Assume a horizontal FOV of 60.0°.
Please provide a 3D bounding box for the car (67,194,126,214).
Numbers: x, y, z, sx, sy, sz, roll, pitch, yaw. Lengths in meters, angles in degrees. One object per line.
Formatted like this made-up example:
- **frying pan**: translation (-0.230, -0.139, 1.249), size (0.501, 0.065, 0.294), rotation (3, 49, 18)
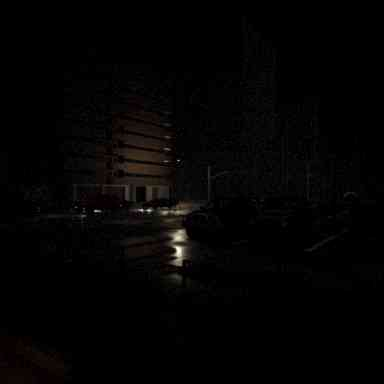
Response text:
- **car**: translation (-10.305, 1.220, 36.295), size (2.150, 2.045, 5.566), rotation (0, 0, 34)

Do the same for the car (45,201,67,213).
- **car**: translation (-15.327, 1.599, 35.098), size (1.895, 1.301, 4.718), rotation (0, 0, 34)

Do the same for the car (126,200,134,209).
- **car**: translation (-9.952, 1.546, 43.102), size (2.033, 1.411, 5.357), rotation (0, 0, 34)

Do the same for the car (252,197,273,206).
- **car**: translation (12.090, 1.524, 56.754), size (1.812, 1.442, 4.674), rotation (0, 0, 34)

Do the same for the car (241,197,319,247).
- **car**: translation (3.909, 1.156, 14.336), size (1.905, 1.878, 3.866), rotation (0, 0, 34)

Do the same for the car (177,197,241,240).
- **car**: translation (1.542, 1.153, 16.003), size (1.932, 1.855, 4.605), rotation (0, 0, 34)

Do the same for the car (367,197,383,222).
- **car**: translation (15.935, 1.395, 27.290), size (1.970, 1.475, 3.806), rotation (0, 0, 34)

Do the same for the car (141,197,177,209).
- **car**: translation (-4.497, 1.546, 44.933), size (2.033, 1.411, 5.357), rotation (0, 0, 34)

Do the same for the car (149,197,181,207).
- **car**: translation (-4.121, 1.546, 51.719), size (2.033, 1.411, 5.357), rotation (0, 0, 35)

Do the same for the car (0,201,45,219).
- **car**: translation (-15.411, 1.562, 28.694), size (1.994, 1.385, 4.181), rotation (0, 0, 34)
